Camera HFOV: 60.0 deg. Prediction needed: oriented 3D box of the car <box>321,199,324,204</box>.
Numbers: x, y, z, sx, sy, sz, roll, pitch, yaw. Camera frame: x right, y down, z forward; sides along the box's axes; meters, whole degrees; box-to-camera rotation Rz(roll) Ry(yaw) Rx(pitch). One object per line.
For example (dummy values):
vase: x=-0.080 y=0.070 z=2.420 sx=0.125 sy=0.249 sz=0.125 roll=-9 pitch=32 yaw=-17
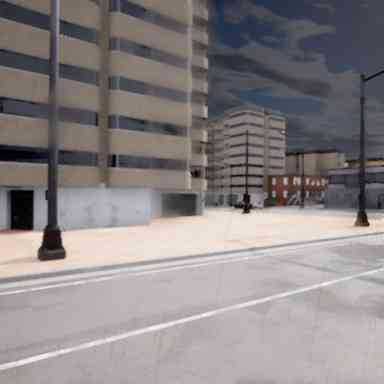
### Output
car: x=33.161 y=2.193 z=78.634 sx=2.152 sy=1.636 sz=5.027 roll=1 pitch=0 yaw=-37

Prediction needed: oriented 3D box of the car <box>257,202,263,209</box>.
car: x=12.304 y=2.734 z=67.178 sx=1.812 sy=1.442 sz=4.674 roll=1 pitch=-1 yaw=-36

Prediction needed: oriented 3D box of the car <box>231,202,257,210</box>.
car: x=9.736 y=2.670 z=64.761 sx=1.837 sy=1.490 sz=4.892 roll=1 pitch=-1 yaw=-36

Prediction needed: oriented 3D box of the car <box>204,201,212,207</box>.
car: x=1.452 y=2.708 z=75.772 sx=2.033 sy=1.411 sz=5.357 roll=1 pitch=0 yaw=-37

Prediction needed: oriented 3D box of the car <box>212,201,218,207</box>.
car: x=4.252 y=2.729 z=77.873 sx=1.812 sy=1.442 sz=4.674 roll=1 pitch=0 yaw=-37

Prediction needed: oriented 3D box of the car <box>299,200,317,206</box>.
car: x=26.035 y=2.480 z=74.635 sx=1.970 sy=1.475 sz=3.806 roll=1 pitch=-2 yaw=-37

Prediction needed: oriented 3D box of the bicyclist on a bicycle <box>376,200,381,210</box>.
bicyclist on a bicycle: x=29.976 y=2.103 z=53.393 sx=1.656 sy=1.620 sz=0.582 roll=0 pitch=-1 yaw=-37
